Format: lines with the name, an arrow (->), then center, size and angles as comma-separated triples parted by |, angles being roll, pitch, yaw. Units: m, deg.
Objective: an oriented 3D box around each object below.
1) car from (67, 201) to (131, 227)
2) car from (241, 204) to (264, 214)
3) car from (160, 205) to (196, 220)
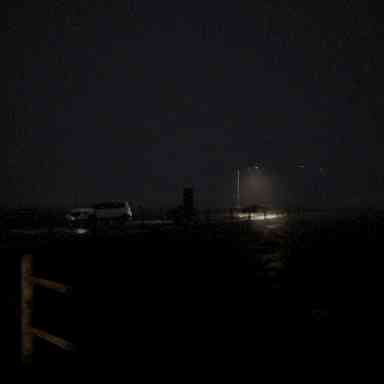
car -> -7.537, 1.740, 27.595 | 2.150, 2.045, 5.566 | -1, -2, 36
car -> 9.240, 2.555, 50.892 | 1.882, 1.535, 5.008 | -1, -2, 36
car -> -1.433, 2.210, 36.097 | 2.128, 1.511, 4.902 | -1, -1, 36
